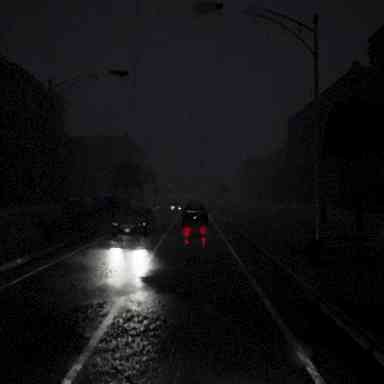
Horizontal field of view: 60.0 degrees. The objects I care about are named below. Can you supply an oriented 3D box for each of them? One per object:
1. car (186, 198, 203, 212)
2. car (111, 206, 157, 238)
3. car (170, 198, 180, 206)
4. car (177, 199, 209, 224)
[{"bbox_3d":[0.300,1.640,42.970,2.128,1.511,4.902,0,0,0],"label":"car"},{"bbox_3d":[-3.017,1.528,17.953,2.128,1.511,4.902,0,0,0],"label":"car"},{"bbox_3d":[-2.767,1.786,59.238,1.994,1.385,4.181,0,0,1],"label":"car"},{"bbox_3d":[0.215,1.559,25.245,2.128,1.511,4.902,0,0,0],"label":"car"}]
